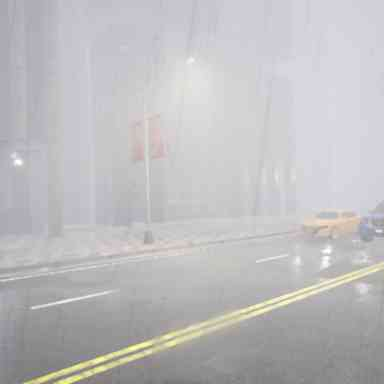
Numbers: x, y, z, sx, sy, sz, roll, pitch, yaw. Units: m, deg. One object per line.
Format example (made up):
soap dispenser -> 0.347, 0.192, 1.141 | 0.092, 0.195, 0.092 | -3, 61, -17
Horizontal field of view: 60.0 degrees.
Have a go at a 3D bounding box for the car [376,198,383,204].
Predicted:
car -> 44.535, 2.050, 75.572 | 1.947, 1.339, 4.313 | -1, -1, -39

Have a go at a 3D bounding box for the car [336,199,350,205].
car -> 34.367, 2.314, 74.516 | 1.802, 1.307, 4.206 | -1, -1, -39

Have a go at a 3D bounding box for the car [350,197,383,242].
car -> 10.335, 1.363, 16.390 | 5.566, 2.045, 2.150 | 0, -2, -39

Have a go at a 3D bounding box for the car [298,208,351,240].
car -> 7.899, 1.707, 18.581 | 5.008, 1.535, 1.882 | 0, -1, -39

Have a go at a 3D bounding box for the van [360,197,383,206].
van -> 37.949, 1.951, 70.157 | 1.690, 1.788, 3.998 | -1, -1, -39
